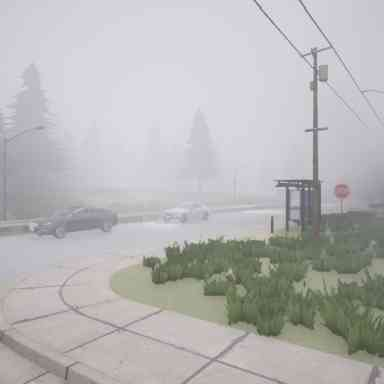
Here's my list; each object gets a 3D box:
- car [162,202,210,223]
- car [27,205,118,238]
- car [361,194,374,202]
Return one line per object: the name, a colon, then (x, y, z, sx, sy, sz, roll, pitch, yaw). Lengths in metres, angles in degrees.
car: (-0.340, 1.526, 25.856, 1.812, 1.442, 4.674, 0, 0, 36)
car: (-6.184, 1.491, 17.782, 2.128, 1.511, 4.902, 0, 0, 36)
car: (40.389, 1.355, 76.486, 2.097, 1.767, 4.553, 0, 0, 36)
